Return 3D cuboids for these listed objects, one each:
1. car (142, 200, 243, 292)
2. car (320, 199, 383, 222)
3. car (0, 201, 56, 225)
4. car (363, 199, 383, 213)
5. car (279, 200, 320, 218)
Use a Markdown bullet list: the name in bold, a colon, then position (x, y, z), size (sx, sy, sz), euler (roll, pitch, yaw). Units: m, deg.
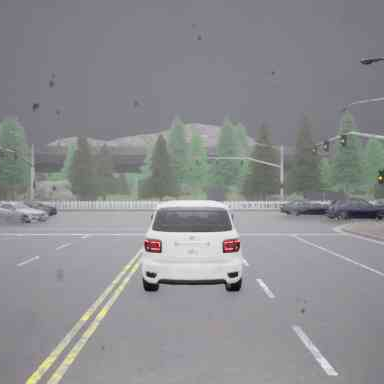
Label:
- **car**: position (0.009, 1.221, 9.088), size (2.150, 2.045, 5.566), euler (0, 0, 0)
- **car**: position (12.667, 1.299, 25.401), size (4.553, 1.767, 2.097), euler (0, 0, 0)
- **car**: position (-12.600, 1.495, 23.989), size (4.674, 1.442, 1.812), euler (1, 0, 17)
- **car**: position (21.210, 1.508, 36.116), size (4.181, 1.385, 1.994), euler (0, 0, 0)
- **car**: position (10.102, 1.446, 28.886), size (4.902, 1.511, 2.128), euler (0, 0, 0)
